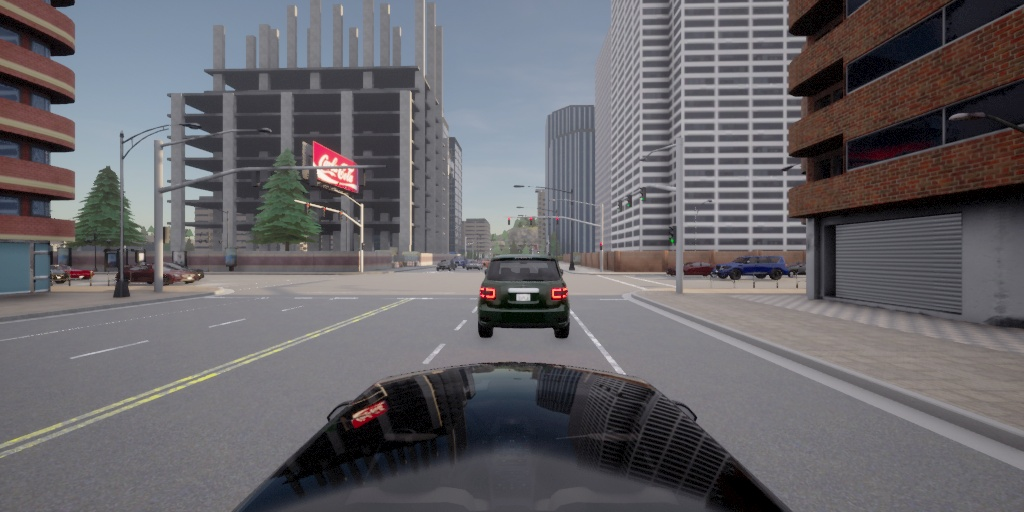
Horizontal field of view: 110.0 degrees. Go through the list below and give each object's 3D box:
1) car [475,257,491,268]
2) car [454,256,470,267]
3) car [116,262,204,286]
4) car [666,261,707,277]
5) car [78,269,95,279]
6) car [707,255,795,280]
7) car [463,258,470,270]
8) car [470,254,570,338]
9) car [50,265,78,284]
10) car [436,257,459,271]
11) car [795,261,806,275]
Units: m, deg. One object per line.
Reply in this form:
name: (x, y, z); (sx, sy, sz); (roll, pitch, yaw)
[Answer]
car: (-4.879, 1.102, 61.269); (2.097, 1.767, 4.553); (0, 0, 2)
car: (-8.504, 0.971, 58.381); (2.150, 2.045, 5.566); (0, 0, 1)
car: (-24.494, 1.276, 24.737); (4.674, 1.442, 1.812); (0, 0, 2)
car: (17.306, 1.228, 34.083); (5.008, 1.535, 1.882); (0, 0, 2)
car: (-36.499, 1.351, 28.630); (4.718, 1.301, 1.895); (0, 0, 2)
car: (20.222, 0.971, 30.490); (5.566, 2.045, 2.150); (0, 0, 2)
car: (-5.282, 1.351, 51.169); (1.895, 1.301, 4.718); (0, 0, 2)
car: (0.338, 0.971, 10.294); (2.150, 2.045, 5.566); (0, 0, 2)
car: (-33.990, 1.255, 25.045); (4.892, 1.490, 1.837); (0, 0, 2)
car: (-8.885, 1.255, 48.534); (1.837, 1.490, 4.892); (0, 0, 2)
car: (27.236, 1.241, 33.751); (4.902, 1.511, 2.128); (0, 0, 2)
